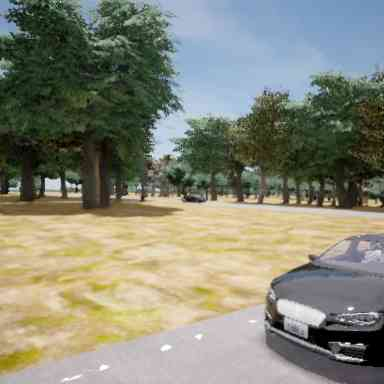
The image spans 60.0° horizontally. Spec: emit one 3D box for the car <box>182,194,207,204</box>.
[{"bbox_3d":[0.383,1.061,53.905,1.882,1.535,5.008,0,0,-37],"label":"car"}]

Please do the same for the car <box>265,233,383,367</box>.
[{"bbox_3d":[3.350,1.525,5.764,4.902,1.511,2.128,1,0,-35],"label":"car"}]
